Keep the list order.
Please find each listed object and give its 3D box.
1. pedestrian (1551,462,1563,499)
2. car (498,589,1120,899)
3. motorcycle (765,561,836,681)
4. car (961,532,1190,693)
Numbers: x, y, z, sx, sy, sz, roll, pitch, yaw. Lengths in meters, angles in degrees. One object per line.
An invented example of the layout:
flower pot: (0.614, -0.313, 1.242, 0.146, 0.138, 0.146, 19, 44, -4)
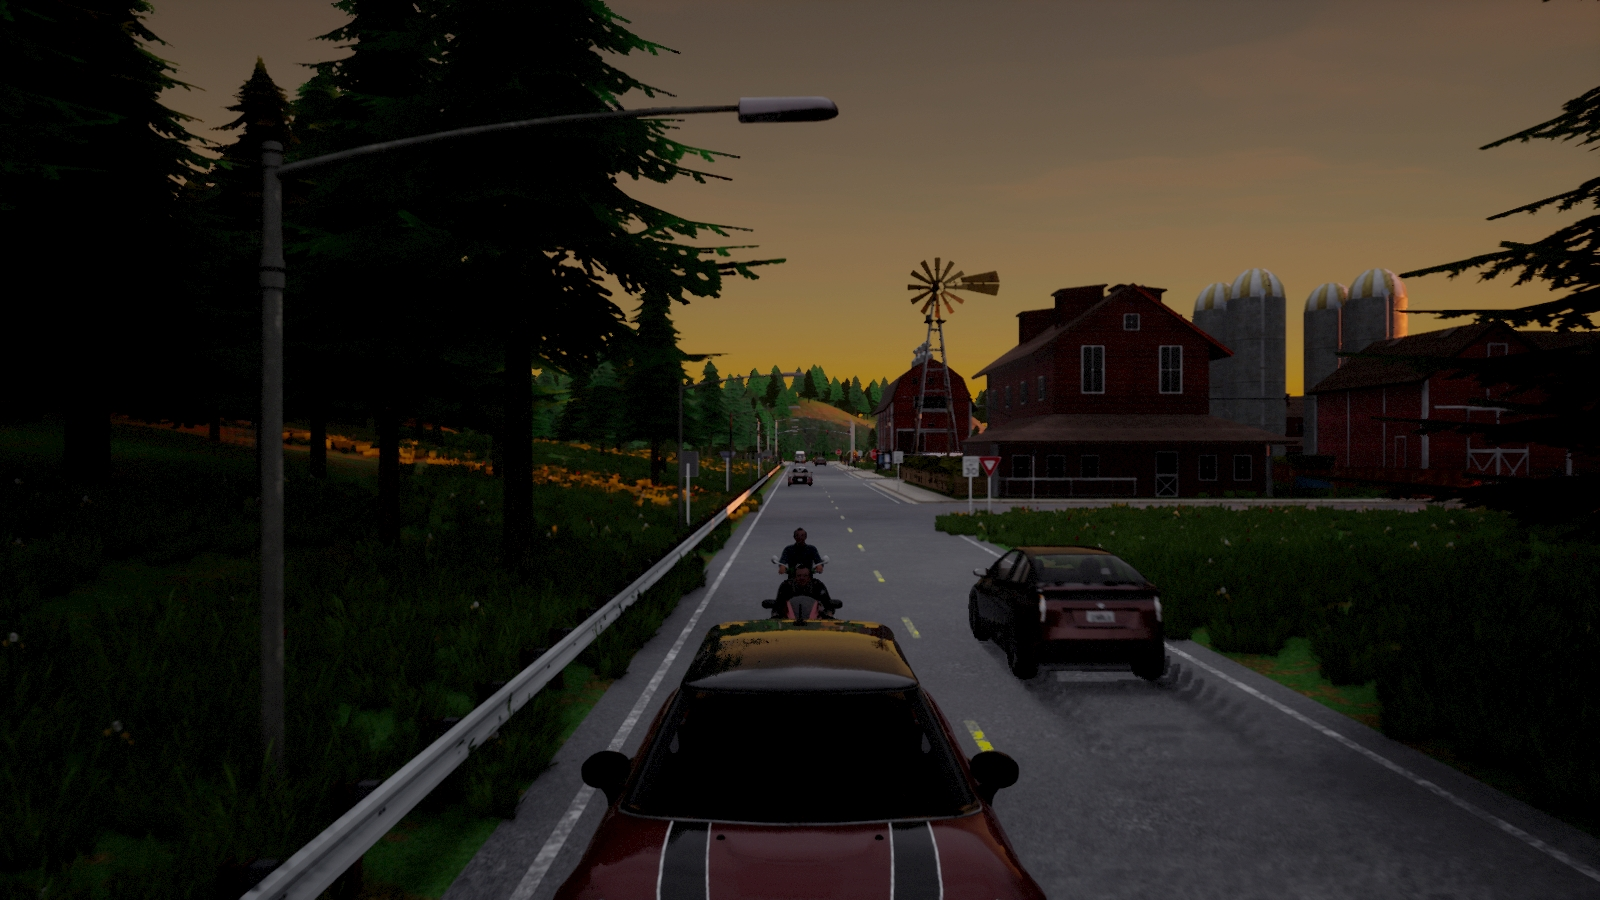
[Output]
pedestrian: (38.503, 1.555, 58.118, 0.375, 1.860, 0.375, 0, 0, -6)
car: (0.032, 1.906, 6.131, 2.097, 1.767, 4.553, 0, 0, 0)
motorcycle: (0.012, 2.205, 15.083, 0.867, 1.251, 2.209, 0, 0, 0)
car: (3.500, 2.040, 15.449, 2.007, 1.525, 4.514, 0, 0, 0)
